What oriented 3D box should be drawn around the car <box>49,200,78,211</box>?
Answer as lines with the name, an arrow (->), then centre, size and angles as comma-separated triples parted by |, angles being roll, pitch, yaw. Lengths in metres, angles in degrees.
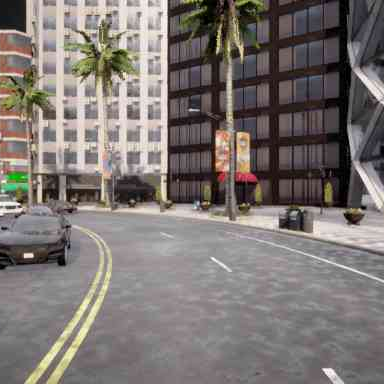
car -> -14.572, 1.547, 35.671 | 5.357, 1.411, 2.033 | 0, 0, 35

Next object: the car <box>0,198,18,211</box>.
car -> -23.664, 1.525, 40.636 | 4.674, 1.442, 1.812 | 0, 0, 24

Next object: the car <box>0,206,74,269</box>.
car -> -5.264, 1.477, 11.525 | 1.882, 1.535, 5.008 | 0, 0, -18

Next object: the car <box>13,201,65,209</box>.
car -> -9.571, 1.525, 20.628 | 1.812, 1.442, 4.674 | 0, 0, -35

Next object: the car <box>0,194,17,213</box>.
car -> -16.595, 1.221, 28.413 | 5.566, 2.045, 2.150 | 0, 0, 39
